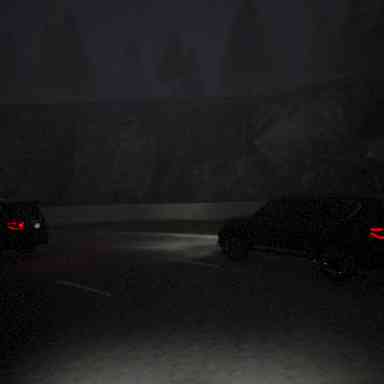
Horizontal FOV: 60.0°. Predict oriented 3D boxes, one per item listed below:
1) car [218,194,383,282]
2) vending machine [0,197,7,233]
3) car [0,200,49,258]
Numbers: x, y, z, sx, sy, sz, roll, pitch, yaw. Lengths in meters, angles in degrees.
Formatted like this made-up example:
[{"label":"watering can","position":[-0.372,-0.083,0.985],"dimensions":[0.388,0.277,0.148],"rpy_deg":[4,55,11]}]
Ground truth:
[{"label":"car","position":[3.209,1.087,9.660],"dimensions":[2.150,2.045,5.566],"rpy_deg":[-1,0,-40]},{"label":"vending machine","position":[-11.594,1.350,19.474],"dimensions":[0.880,2.100,1.100],"rpy_deg":[-1,0,-5]},{"label":"car","position":[-8.087,1.338,12.074],"dimensions":[5.566,2.045,2.150],"rpy_deg":[-1,-1,8]}]
